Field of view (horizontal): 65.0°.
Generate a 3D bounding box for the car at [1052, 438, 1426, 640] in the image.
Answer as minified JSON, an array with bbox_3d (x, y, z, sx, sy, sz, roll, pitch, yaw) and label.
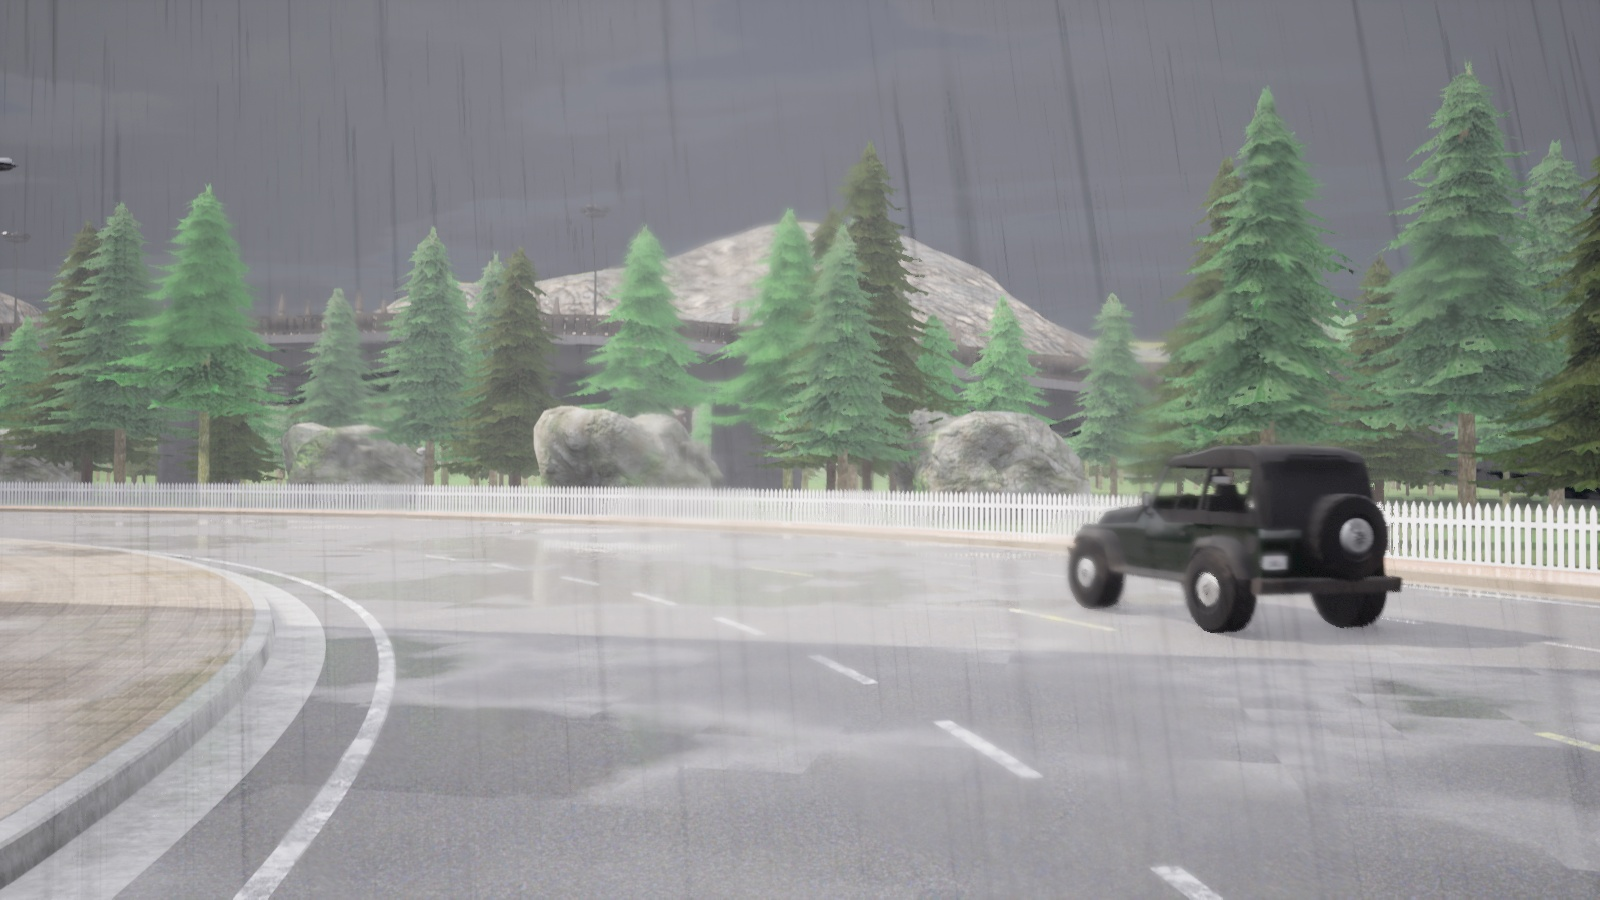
[{"bbox_3d":[4.606,0.864,13.823,1.905,1.878,3.866,0,-1,-18],"label":"car"}]
